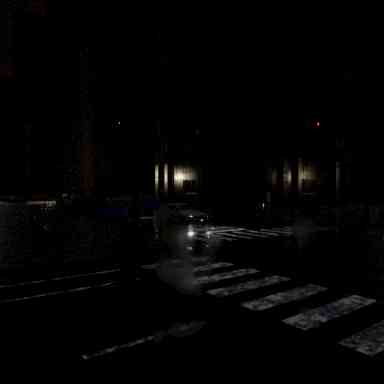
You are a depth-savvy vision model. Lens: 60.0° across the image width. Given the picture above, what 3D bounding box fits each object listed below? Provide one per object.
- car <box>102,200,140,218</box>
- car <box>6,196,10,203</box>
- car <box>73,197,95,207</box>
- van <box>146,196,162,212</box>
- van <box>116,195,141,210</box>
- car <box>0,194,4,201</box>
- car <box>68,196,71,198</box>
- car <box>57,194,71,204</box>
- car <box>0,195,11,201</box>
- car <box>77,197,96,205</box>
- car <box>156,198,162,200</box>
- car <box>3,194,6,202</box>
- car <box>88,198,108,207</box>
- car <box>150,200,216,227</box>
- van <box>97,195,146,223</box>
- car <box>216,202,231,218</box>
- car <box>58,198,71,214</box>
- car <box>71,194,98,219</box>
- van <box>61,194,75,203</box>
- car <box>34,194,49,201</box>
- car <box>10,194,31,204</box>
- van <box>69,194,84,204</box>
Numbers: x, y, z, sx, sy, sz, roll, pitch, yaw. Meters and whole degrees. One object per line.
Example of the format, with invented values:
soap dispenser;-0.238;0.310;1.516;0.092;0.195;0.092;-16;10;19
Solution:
car;-6.727;1.503;31.289;1.812;1.442;4.674;0;0;-35
car;-35.080;1.404;66.280;1.967;1.590;4.097;0;0;-36
car;-16.375;1.506;50.159;1.812;1.442;4.674;0;0;-35
van;-5.001;1.333;38.945;1.690;1.788;3.998;0;0;-36
van;-8.308;1.331;43.560;1.690;1.788;3.998;0;0;-36
car;-41.695;1.531;75.509;1.947;1.339;4.313;0;0;-36
car;-12.789;1.520;39.759;2.033;1.411;5.357;0;0;-36
car;-22.386;1.528;58.460;2.033;1.411;5.357;0;0;-36
car;-44.902;1.491;79.985;1.752;1.417;4.829;0;0;-36
car;-18.231;1.571;57.403;1.802;1.307;4.206;0;0;-36
car;-1.694;1.577;34.330;1.802;1.307;4.206;0;0;-36
car;-38.288;1.490;70.756;1.752;1.417;4.829;0;0;-36
car;-14.923;1.571;52.788;1.802;1.307;4.206;0;0;-36
car;-0.746;1.510;22.958;1.812;1.442;4.674;0;0;-36
van;-5.315;1.315;24.748;1.690;1.788;3.998;0;0;-36
car;1.613;1.550;29.715;2.008;1.369;4.403;0;0;-36
car;-11.930;1.548;33.977;1.802;1.307;4.206;0;0;-36
car;-8.622;1.285;29.363;2.192;1.841;5.009;0;0;-36
van;-24.845;1.331;66.634;1.690;1.788;3.998;0;0;-36
car;-38.073;1.306;85.093;2.192;1.841;5.009;0;0;-36
car;-31.773;1.515;61.665;2.008;1.369;4.403;0;0;-36
van;-21.537;1.330;62.019;1.690;1.788;3.998;0;0;-36
